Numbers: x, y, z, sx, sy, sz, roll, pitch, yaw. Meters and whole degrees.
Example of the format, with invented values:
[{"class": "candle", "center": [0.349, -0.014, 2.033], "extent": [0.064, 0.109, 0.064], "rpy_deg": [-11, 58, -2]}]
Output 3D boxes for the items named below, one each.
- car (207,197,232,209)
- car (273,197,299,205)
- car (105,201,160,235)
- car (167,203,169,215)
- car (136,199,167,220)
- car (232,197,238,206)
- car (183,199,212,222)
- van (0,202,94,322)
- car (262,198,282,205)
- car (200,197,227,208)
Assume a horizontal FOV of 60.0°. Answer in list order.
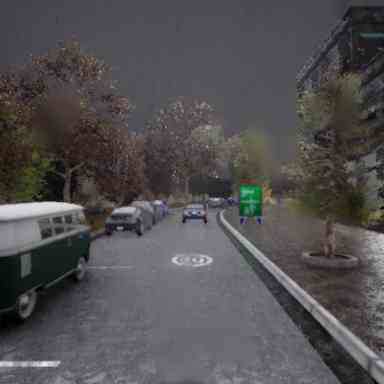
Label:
[{"class": "car", "center": [3.417, 1.424, 42.603], "extent": [1.812, 1.442, 4.674], "rpy_deg": [-2, -1, 19]}, {"class": "car", "center": [19.157, 1.903, 67.864], "extent": [4.892, 1.521, 2.231], "rpy_deg": [1, -4, -32]}, {"class": "car", "center": [-3.399, 1.478, 18.558], "extent": [2.231, 1.521, 4.892], "rpy_deg": [0, 0, 2]}, {"class": "car", "center": [-3.154, 1.446, 29.969], "extent": [2.097, 1.535, 5.008], "rpy_deg": [0, 0, 2]}, {"class": "car", "center": [-3.397, 1.335, 24.267], "extent": [2.185, 1.767, 4.553], "rpy_deg": [-1, 1, 2]}, {"class": "car", "center": [6.863, 1.639, 56.262], "extent": [2.097, 1.535, 5.008], "rpy_deg": [-3, -4, 36]}, {"class": "car", "center": [0.274, 1.501, 25.714], "extent": [2.033, 1.411, 5.357], "rpy_deg": [0, 0, 2]}, {"class": "van", "center": [-3.625, 1.259, 7.305], "extent": [1.878, 1.987, 4.442], "rpy_deg": [1, 0, 2]}, {"class": "car", "center": [14.504, 1.844, 64.502], "extent": [5.008, 1.535, 2.097], "rpy_deg": [1, -4, -40]}, {"class": "car", "center": [3.423, 1.568, 51.517], "extent": [2.231, 1.521, 4.892], "rpy_deg": [-2, -1, 29]}]
